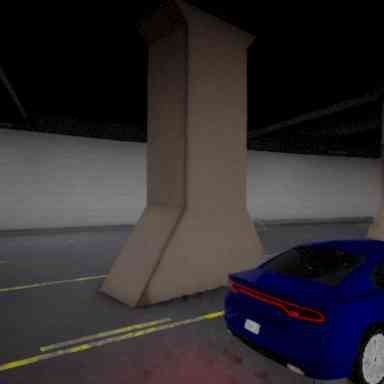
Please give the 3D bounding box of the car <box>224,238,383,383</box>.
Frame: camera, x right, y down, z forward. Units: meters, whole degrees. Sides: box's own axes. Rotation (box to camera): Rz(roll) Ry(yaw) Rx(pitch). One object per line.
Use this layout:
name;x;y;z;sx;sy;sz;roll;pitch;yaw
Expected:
car;2.840;1.499;5.343;5.008;1.535;1.882;0;0;-32
